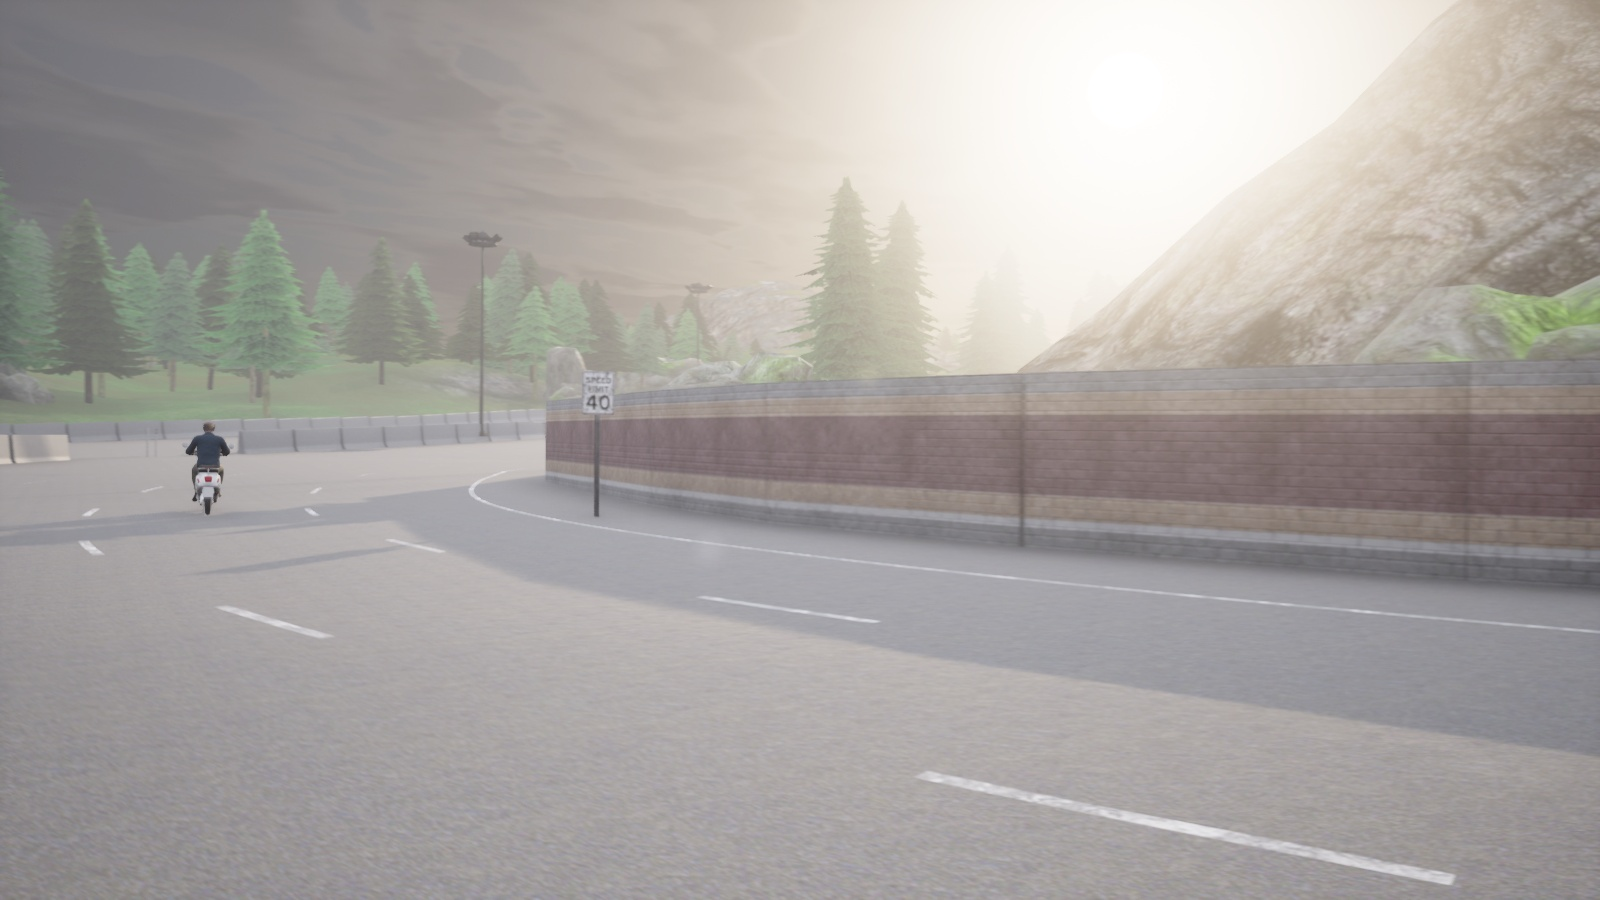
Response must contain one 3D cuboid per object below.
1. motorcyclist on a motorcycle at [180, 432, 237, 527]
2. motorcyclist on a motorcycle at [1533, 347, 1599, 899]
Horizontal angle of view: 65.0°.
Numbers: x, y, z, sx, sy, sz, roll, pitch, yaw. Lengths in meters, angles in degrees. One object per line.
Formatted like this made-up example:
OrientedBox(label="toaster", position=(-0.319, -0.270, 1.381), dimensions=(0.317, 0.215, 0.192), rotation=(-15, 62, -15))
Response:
OrientedBox(label="motorcyclist on a motorcycle", position=(-10.411, 0.491, 22.083), dimensions=(0.866, 1.590, 1.817), rotation=(0, 0, -26))
OrientedBox(label="motorcyclist on a motorcycle", position=(2.507, 0.644, 1.931), dimensions=(2.350, 1.649, 0.766), rotation=(0, 0, 33))
